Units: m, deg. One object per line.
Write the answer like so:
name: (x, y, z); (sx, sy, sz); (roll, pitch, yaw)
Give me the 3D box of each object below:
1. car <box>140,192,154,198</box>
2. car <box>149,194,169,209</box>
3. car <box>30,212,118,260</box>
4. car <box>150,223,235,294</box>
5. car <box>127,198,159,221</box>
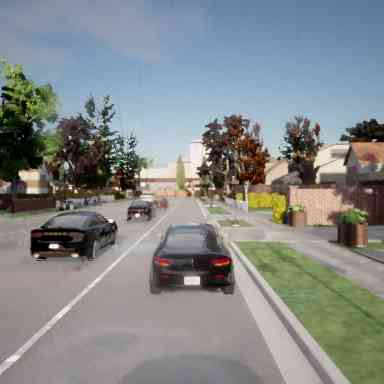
car: (-7.724, 1.017, 58.341); (2.150, 2.045, 5.566); (0, 0, 0)
car: (-4.065, 1.420, 43.064); (1.812, 1.442, 4.674); (0, 0, 0)
car: (-4.145, 1.477, 12.466); (1.882, 1.535, 5.008); (0, 0, 0)
car: (0.003, 1.525, 8.650); (1.812, 1.442, 4.674); (0, 0, 0)
car: (-4.060, 1.478, 27.233); (1.837, 1.490, 4.892); (0, 0, 0)
